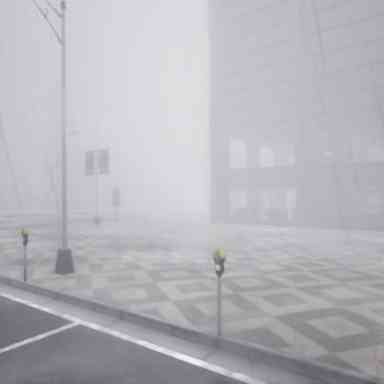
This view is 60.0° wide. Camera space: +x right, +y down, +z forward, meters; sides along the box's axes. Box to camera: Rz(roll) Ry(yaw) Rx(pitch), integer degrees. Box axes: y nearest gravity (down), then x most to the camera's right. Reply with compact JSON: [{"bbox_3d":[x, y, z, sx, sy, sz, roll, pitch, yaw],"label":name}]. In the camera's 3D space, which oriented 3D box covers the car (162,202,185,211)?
[{"bbox_3d":[-3.239,2.532,58.898,1.882,1.535,5.008,-1,-1,36],"label":"car"}]
